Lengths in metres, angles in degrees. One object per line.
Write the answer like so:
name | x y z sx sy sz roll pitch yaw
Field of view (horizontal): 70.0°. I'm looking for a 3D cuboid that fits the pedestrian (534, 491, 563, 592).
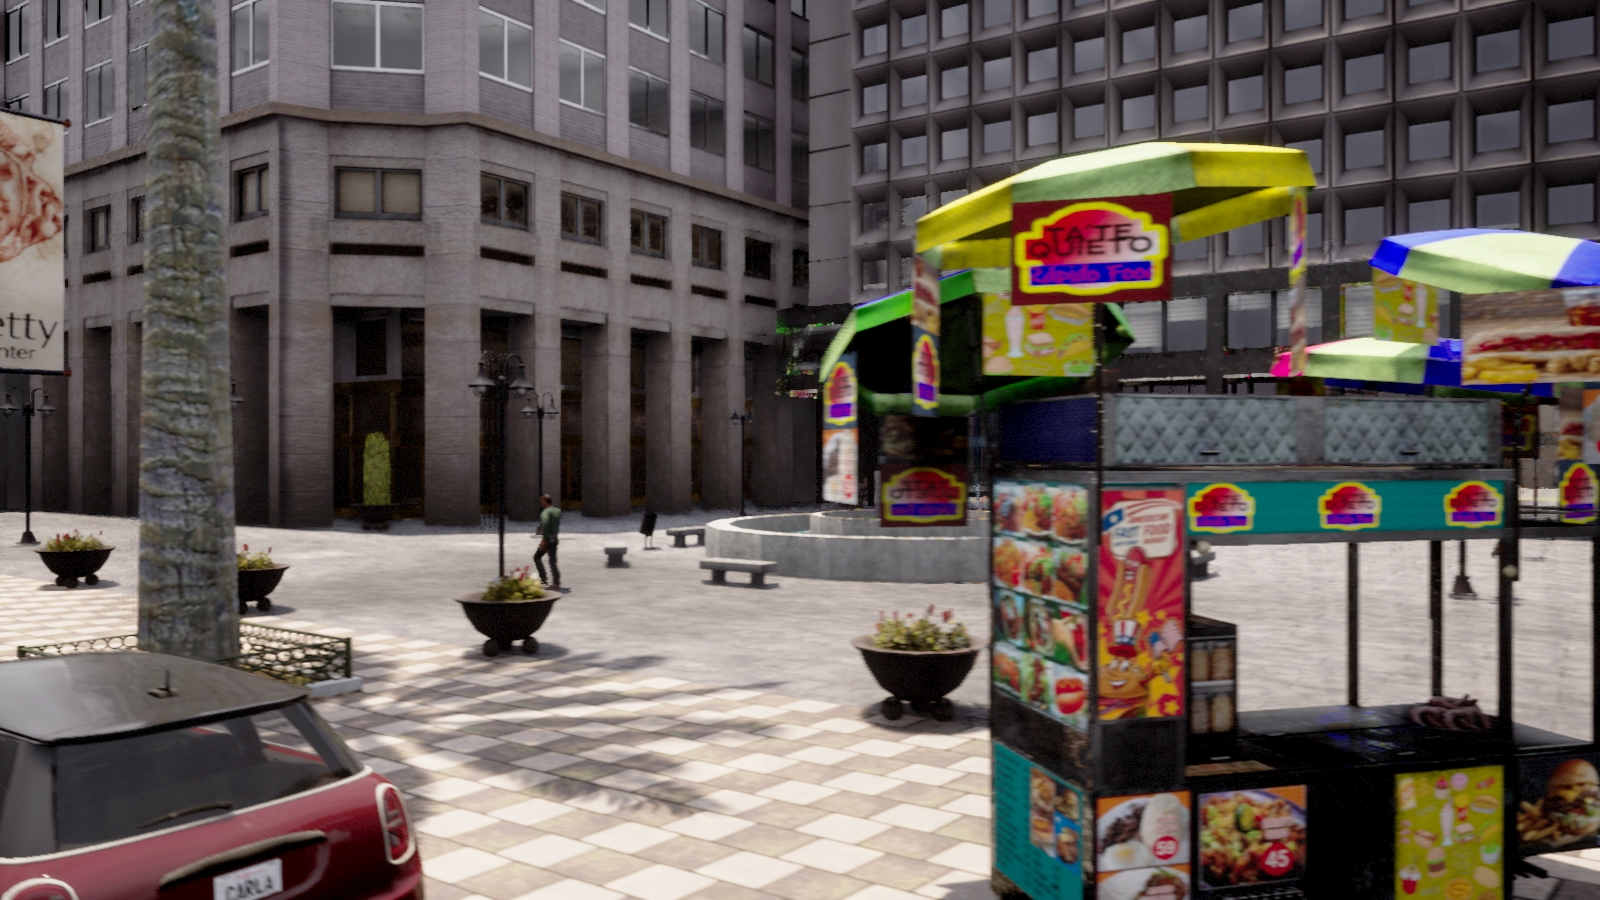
pedestrian | -4.731 1.714 21.480 0.375 1.860 0.375 0 0 25
